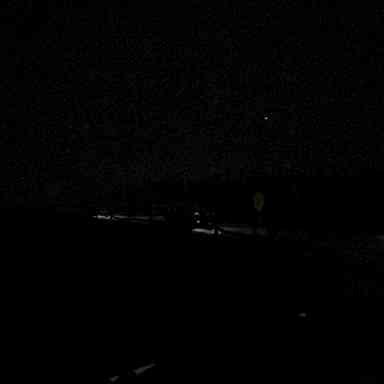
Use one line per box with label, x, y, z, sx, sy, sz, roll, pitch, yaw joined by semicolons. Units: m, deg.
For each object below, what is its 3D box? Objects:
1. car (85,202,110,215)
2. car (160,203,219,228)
car;-11.244;1.971;39.743;2.128;1.511;4.902;1;-1;-35
car;-0.102;1.583;24.133;2.097;1.767;4.553;1;-1;-36
